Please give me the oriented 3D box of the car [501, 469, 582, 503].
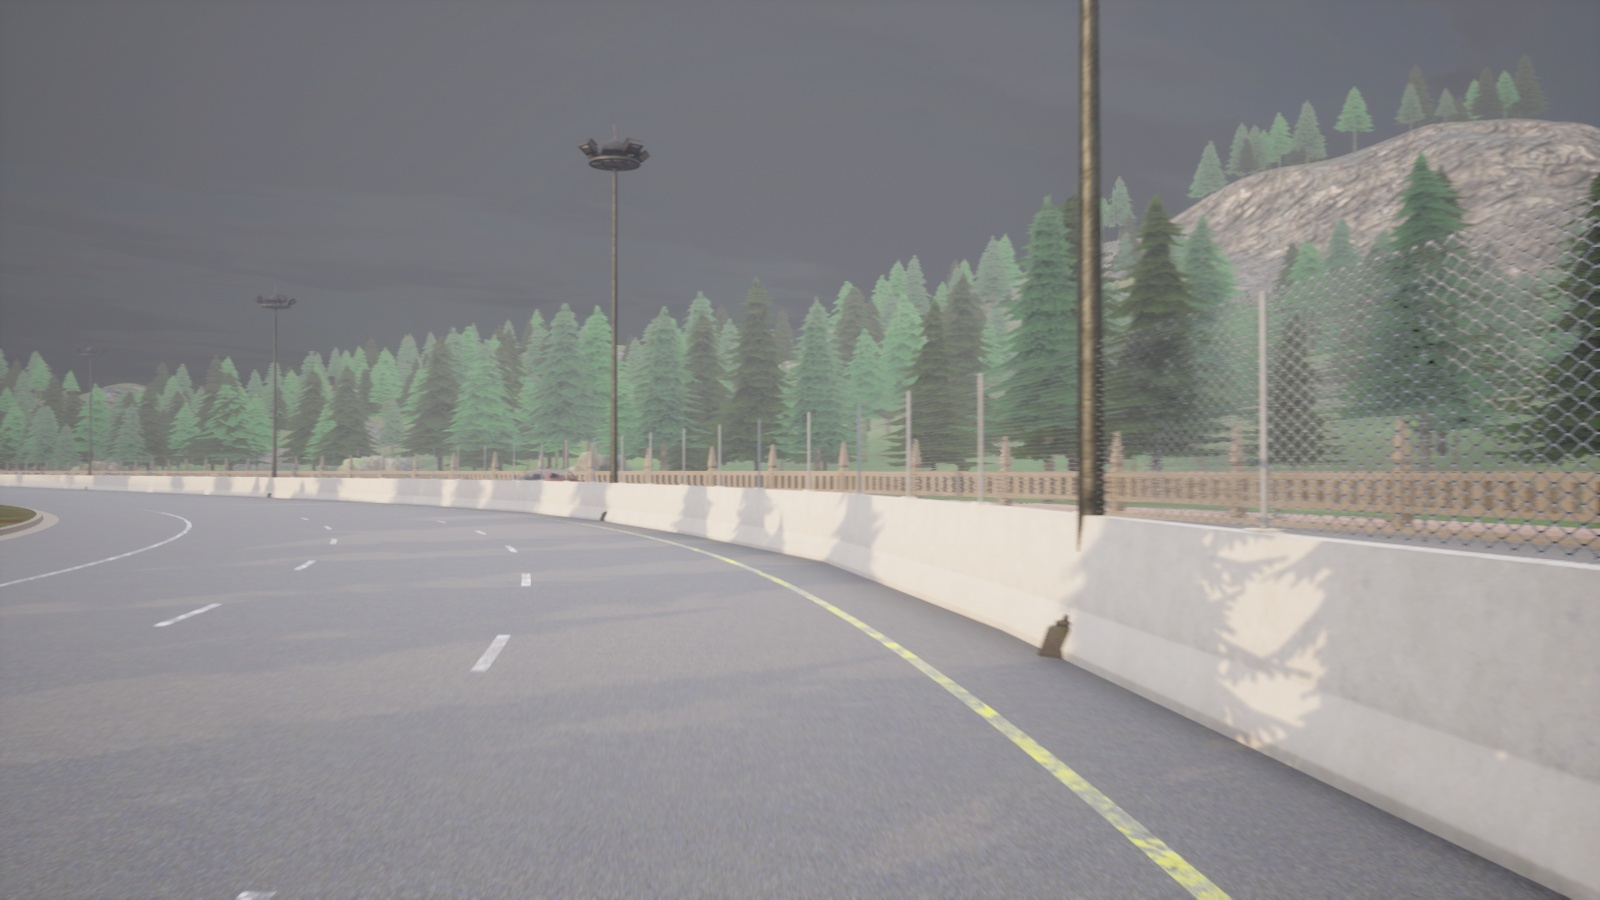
[{"bbox_3d":[-13.454,1.856,65.216,2.242,1.667,4.611,1,-1,-39],"label":"car"}]
